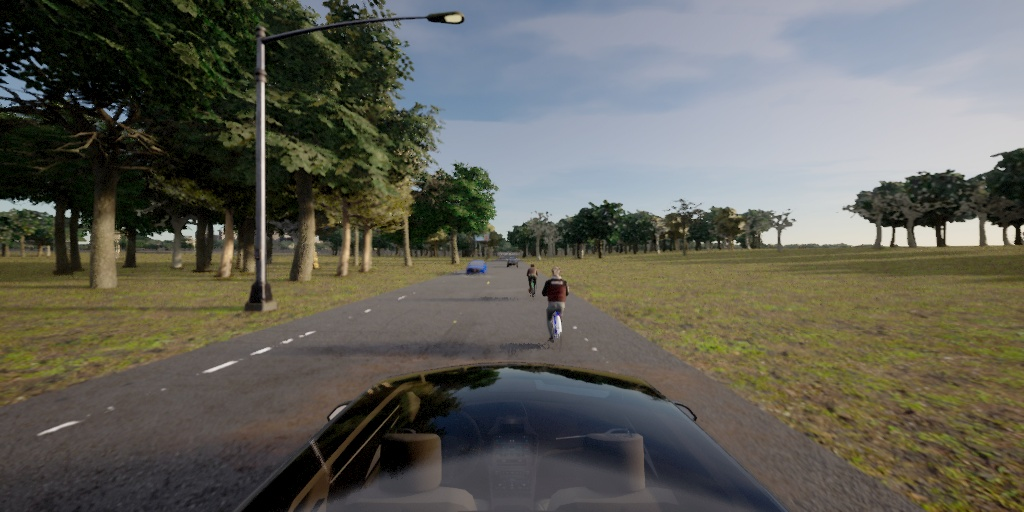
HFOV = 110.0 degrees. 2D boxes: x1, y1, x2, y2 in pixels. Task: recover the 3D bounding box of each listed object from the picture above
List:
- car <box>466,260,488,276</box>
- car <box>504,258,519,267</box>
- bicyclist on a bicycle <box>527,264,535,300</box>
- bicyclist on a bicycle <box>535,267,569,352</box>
[{"bbox_3d":[-3.604,1.175,37.326,1.882,1.535,5.008,0,0,0],"label":"car"},{"bbox_3d":[0.088,1.120,61.018,1.837,1.490,4.892,0,0,0],"label":"car"},{"bbox_3d":[0.959,1.198,16.690,0.582,1.620,1.656,0,0,0],"label":"bicyclist on a bicycle"},{"bbox_3d":[0.961,1.121,8.025,0.659,1.776,1.843,0,0,0],"label":"bicyclist on a bicycle"}]
